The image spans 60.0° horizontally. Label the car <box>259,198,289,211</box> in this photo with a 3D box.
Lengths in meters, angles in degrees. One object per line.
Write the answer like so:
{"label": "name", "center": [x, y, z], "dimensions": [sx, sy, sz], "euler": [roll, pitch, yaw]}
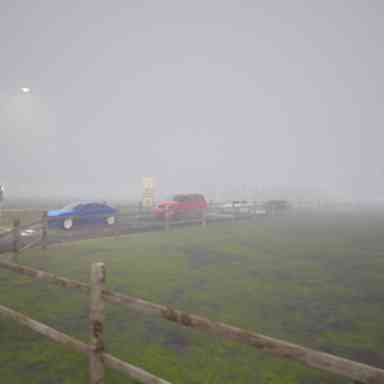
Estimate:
{"label": "car", "center": [11.109, 1.626, 44.694], "dimensions": [2.128, 1.511, 4.902], "euler": [1, 0, 37]}

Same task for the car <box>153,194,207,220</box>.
{"label": "car", "center": [-0.870, 1.162, 28.422], "dimensions": [2.150, 2.045, 5.566], "euler": [1, 0, 37]}

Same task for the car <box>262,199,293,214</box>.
{"label": "car", "center": [10.063, 1.635, 38.361], "dimensions": [1.837, 1.490, 4.892], "euler": [1, 0, 36]}

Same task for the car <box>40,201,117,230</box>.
{"label": "car", "center": [-6.729, 1.331, 20.384], "dimensions": [1.882, 1.535, 5.008], "euler": [1, 0, 35]}

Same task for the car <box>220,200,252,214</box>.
{"label": "car", "center": [4.908, 1.558, 36.295], "dimensions": [1.812, 1.442, 4.674], "euler": [1, 0, 36]}
